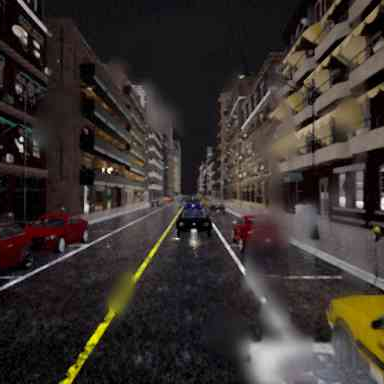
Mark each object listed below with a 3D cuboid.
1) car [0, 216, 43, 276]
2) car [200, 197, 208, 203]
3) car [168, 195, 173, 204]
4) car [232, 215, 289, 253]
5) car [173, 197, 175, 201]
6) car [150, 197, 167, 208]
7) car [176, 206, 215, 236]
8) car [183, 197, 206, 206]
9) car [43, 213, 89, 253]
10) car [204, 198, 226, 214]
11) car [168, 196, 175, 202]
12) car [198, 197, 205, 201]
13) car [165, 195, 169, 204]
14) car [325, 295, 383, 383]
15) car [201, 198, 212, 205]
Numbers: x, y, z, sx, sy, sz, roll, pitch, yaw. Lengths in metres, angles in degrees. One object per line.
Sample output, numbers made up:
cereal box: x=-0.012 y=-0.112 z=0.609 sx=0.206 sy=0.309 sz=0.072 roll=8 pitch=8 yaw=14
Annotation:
car: x=-5.686 y=1.473 z=8.260 sx=1.967 sy=1.590 sz=4.097 roll=0 pitch=0 yaw=0
car: x=2.722 y=1.875 z=75.887 sx=1.802 sy=1.307 sz=4.206 roll=0 pitch=0 yaw=0
car: x=-5.661 y=1.816 z=70.258 sx=1.887 sy=1.381 sz=4.507 roll=0 pitch=0 yaw=0
car: x=2.696 y=1.600 z=13.889 sx=1.887 sy=1.381 sz=4.507 roll=0 pitch=0 yaw=0
car: x=-5.656 y=1.629 z=81.532 sx=2.192 sy=1.841 sz=5.009 roll=0 pitch=0 yaw=0
car: x=-5.668 y=1.758 z=53.349 sx=2.008 sy=1.369 sz=4.403 roll=0 pitch=0 yaw=0
car: x=0.107 y=1.676 z=19.070 sx=1.895 sy=1.301 sz=4.718 roll=0 pitch=0 yaw=0
car: x=0.114 y=1.496 z=36.652 sx=2.097 sy=1.767 sz=4.553 roll=0 pitch=0 yaw=0
car: x=-5.684 y=1.600 z=13.897 sx=1.887 sy=1.381 sz=4.507 roll=0 pitch=0 yaw=0
car: x=2.706 y=1.694 z=36.433 sx=2.008 sy=1.369 sz=4.403 roll=0 pitch=0 yaw=0
car: x=-5.652 y=1.881 z=92.633 sx=1.752 sy=1.417 sz=4.829 roll=0 pitch=0 yaw=0
car: x=2.729 y=1.939 z=92.795 sx=1.802 sy=1.307 sz=4.206 roll=0 pitch=0 yaw=0
car: x=-5.666 y=1.780 z=58.986 sx=2.008 sy=1.369 sz=4.403 roll=0 pitch=0 yaw=0
car: x=2.692 y=1.537 z=2.787 sx=1.752 sy=1.417 sz=4.829 roll=0 pitch=0 yaw=0
car: x=2.717 y=1.816 z=64.614 sx=1.947 sy=1.339 sz=4.313 roll=0 pitch=0 yaw=0
